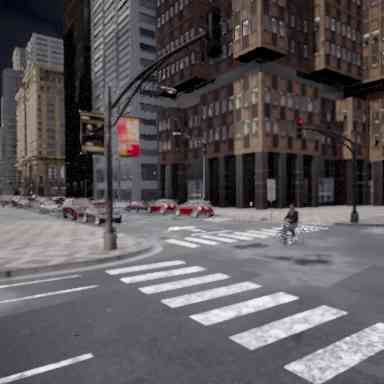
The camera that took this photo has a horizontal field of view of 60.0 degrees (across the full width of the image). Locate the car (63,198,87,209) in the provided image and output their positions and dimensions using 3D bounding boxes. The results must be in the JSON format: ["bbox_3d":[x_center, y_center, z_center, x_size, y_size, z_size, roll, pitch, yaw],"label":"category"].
[{"bbox_3d":[-17.836,1.677,50.481,2.033,1.411,5.357,-1,0,-35],"label":"car"}]

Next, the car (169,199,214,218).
[{"bbox_3d":[0.115,1.427,30.028,1.967,1.590,4.097,-1,1,-36],"label":"car"}]

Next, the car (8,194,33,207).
[{"bbox_3d":[-28.895,1.581,55.988,2.192,1.841,5.009,-1,1,-36],"label":"car"}]

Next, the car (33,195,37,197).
[{"bbox_3d":[-37.808,1.774,83.150,1.752,1.417,4.829,-1,1,-36],"label":"car"}]

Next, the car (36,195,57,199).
[{"bbox_3d":[-22.209,1.695,51.388,1.837,1.490,4.892,-1,0,-36],"label":"car"}]

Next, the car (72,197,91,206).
[{"bbox_3d":[-18.895,1.633,56.659,1.752,1.417,4.829,-1,1,-36],"label":"car"}]

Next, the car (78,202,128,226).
[{"bbox_3d":[-6.822,1.688,25.078,1.947,1.339,4.313,-1,1,-36],"label":"car"}]

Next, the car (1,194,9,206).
[{"bbox_3d":[-35.201,1.627,64.821,2.192,1.841,5.009,-1,1,-36],"label":"car"}]

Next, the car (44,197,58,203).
[{"bbox_3d":[-31.406,1.744,74.181,1.887,1.381,4.507,-1,1,-36],"label":"car"}]

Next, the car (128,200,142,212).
[{"bbox_3d":[-6.187,1.607,38.860,1.802,1.307,4.206,-1,1,-36],"label":"car"}]

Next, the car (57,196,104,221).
[{"bbox_3d":[-9.979,1.457,29.492,2.192,1.841,5.009,-1,1,-36],"label":"car"}]

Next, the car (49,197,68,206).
[{"bbox_3d":[-23.392,1.646,58.207,1.882,1.535,5.008,-1,0,-36],"label":"car"}]

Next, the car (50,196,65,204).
[{"bbox_3d":[-28.255,1.616,69.765,1.967,1.590,4.097,-1,1,-36],"label":"car"}]

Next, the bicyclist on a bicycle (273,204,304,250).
[{"bbox_3d":[3.795,1.351,13.022,1.843,1.776,0.659,0,0,-35],"label":"bicyclist on a bicycle"}]

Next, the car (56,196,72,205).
[{"bbox_3d":[-25.102,1.592,65.350,1.967,1.590,4.097,-1,1,-36],"label":"car"}]

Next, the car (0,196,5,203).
[{"bbox_3d":[-47.809,1.848,82.486,1.967,1.590,4.097,-1,1,-36],"label":"car"}]

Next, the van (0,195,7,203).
[{"bbox_3d":[-44.658,1.725,78.069,1.690,1.788,3.998,-1,1,-36],"label":"van"}]

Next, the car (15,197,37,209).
[{"bbox_3d":[-25.738,1.825,51.575,1.802,1.307,4.206,-1,1,-36],"label":"car"}]

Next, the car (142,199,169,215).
[{"bbox_3d":[-3.037,1.446,34.443,1.967,1.590,4.097,-1,1,-36],"label":"car"}]

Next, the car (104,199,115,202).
[{"bbox_3d":[-12.492,1.610,47.690,1.887,1.381,4.507,-1,1,-36],"label":"car"}]

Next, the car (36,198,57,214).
[{"bbox_3d":[-16.182,1.705,38.188,1.752,1.417,4.829,-1,1,-36],"label":"car"}]
